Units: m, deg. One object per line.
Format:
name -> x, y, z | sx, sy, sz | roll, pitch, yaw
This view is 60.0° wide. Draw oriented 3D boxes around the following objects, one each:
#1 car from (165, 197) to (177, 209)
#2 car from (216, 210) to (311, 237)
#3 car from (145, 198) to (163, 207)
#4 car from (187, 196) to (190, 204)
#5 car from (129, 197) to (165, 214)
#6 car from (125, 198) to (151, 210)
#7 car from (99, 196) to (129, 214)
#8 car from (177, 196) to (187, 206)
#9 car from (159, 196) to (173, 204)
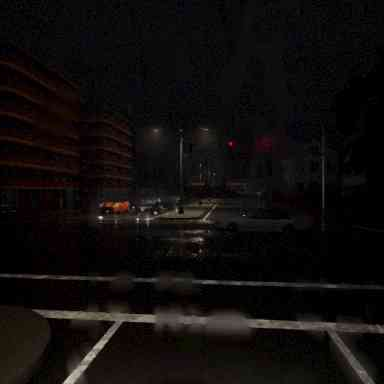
car -> -3.608, 1.601, 44.104 | 1.895, 1.301, 4.718 | 0, 0, 6
car -> 3.654, 1.601, 17.617 | 4.718, 1.301, 1.895 | 0, 0, 7
car -> -6.092, 1.601, 53.916 | 1.895, 1.301, 4.718 | 0, 0, 6
car -> -1.594, 1.505, 63.051 | 1.837, 1.490, 4.892 | 0, 0, 7
car -> -4.570, 1.491, 34.895 | 2.128, 1.511, 4.902 | 0, 0, 6
car -> -7.094, 1.545, 44.386 | 2.033, 1.411, 5.357 | 0, 0, 6
car -> -8.084, 1.352, 34.968 | 2.097, 1.767, 4.553 | 0, 0, 6
car -> -2.652, 1.491, 53.149 | 2.128, 1.511, 4.902 | 0, 0, 6
car -> -5.025, 1.564, 63.890 | 1.994, 1.385, 4.181 | 0, 0, 6
